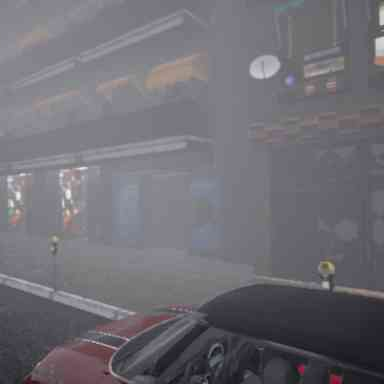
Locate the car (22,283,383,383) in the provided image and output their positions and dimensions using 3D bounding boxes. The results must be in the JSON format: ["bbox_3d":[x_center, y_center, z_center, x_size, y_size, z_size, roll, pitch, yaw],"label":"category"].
[{"bbox_3d":[0.507,1.443,2.394,4.097,1.590,1.967,0,-1,36],"label":"car"}]
